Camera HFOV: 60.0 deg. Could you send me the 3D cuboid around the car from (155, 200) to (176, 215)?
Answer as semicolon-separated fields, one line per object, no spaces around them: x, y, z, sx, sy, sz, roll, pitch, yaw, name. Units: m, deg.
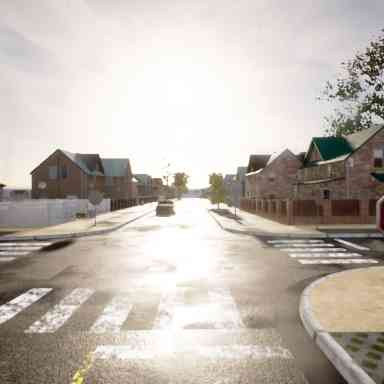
-2.717;1.544;34.898;1.882;1.535;5.008;0;0;0;car
